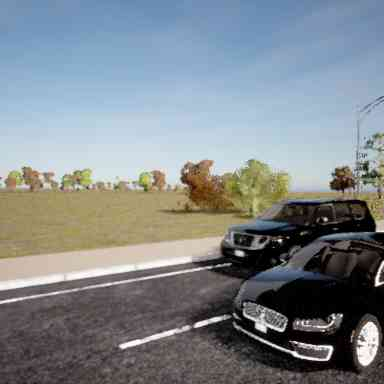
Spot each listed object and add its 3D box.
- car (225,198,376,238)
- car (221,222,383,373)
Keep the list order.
[{"bbox_3d":[3.467,1.226,10.149,5.566,2.045,2.150,0,0,-35],"label":"car"},{"bbox_3d":[2.873,1.508,5.733,4.892,1.490,1.837,0,0,-35],"label":"car"}]
